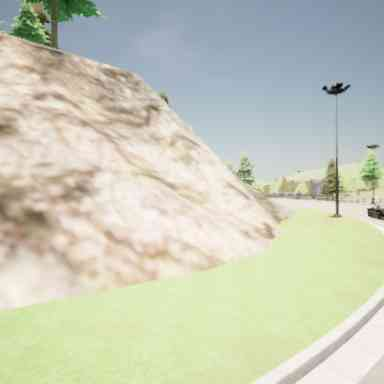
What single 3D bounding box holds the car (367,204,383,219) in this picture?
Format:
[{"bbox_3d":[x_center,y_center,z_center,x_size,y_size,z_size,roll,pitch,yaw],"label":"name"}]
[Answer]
[{"bbox_3d":[17.588,1.775,30.537,1.895,1.301,4.718,-1,-1,14],"label":"car"}]
